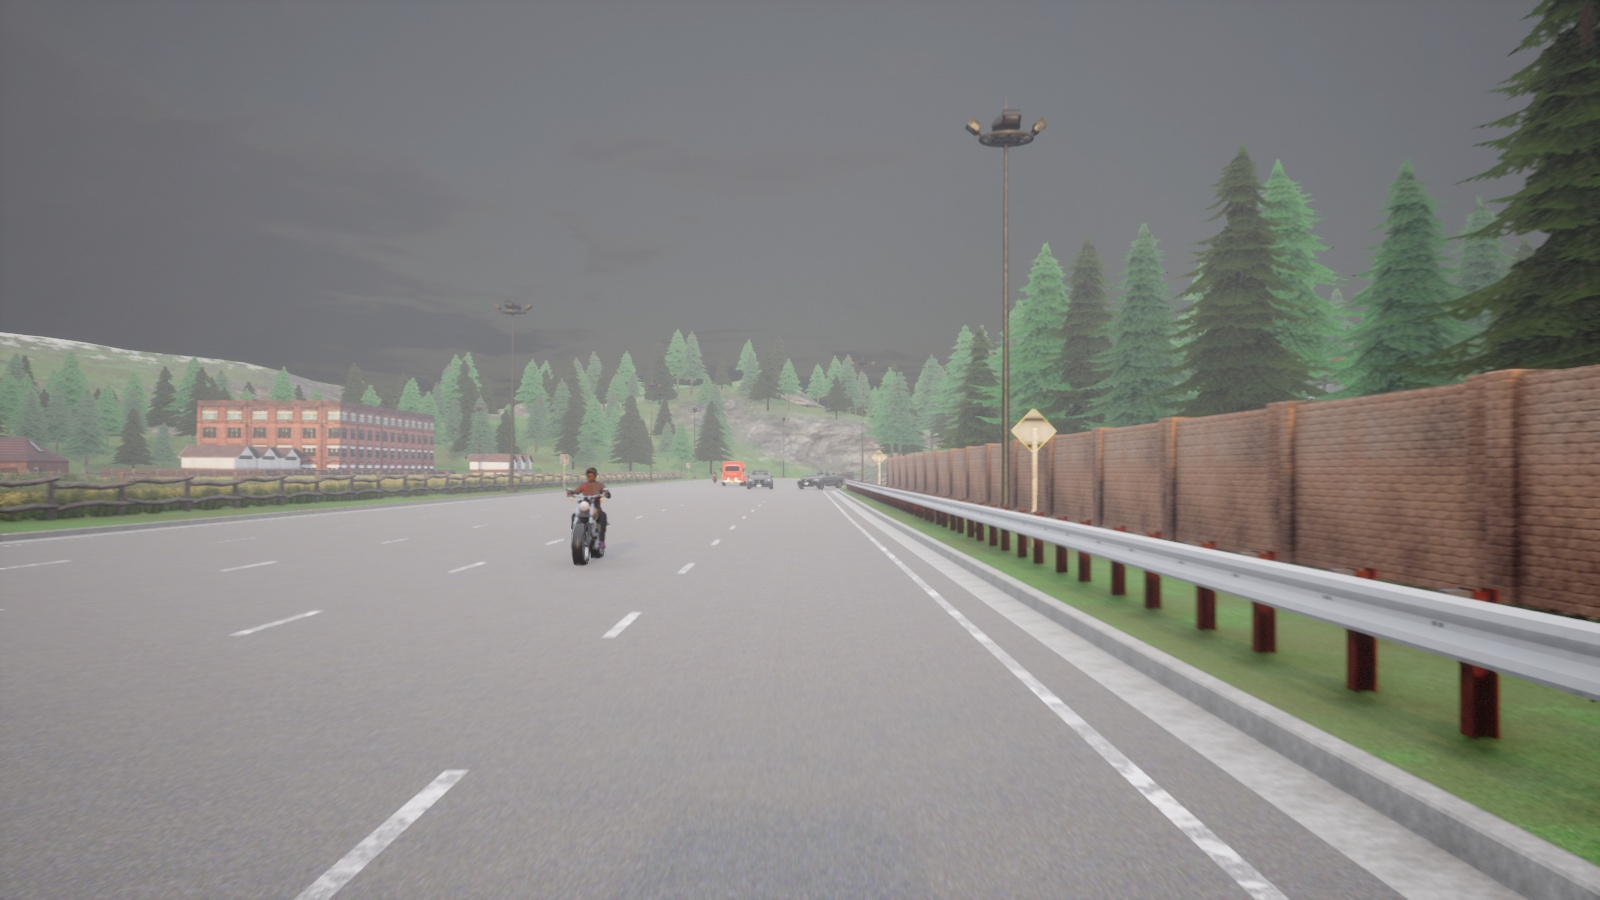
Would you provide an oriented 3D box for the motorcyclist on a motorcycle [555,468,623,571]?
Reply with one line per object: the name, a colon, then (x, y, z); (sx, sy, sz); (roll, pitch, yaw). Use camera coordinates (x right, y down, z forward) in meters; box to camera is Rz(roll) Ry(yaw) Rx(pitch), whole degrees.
motorcyclist on a motorcycle: (-3.552, 1.135, 21.309); (0.766, 1.649, 2.350); (0, -1, 0)
